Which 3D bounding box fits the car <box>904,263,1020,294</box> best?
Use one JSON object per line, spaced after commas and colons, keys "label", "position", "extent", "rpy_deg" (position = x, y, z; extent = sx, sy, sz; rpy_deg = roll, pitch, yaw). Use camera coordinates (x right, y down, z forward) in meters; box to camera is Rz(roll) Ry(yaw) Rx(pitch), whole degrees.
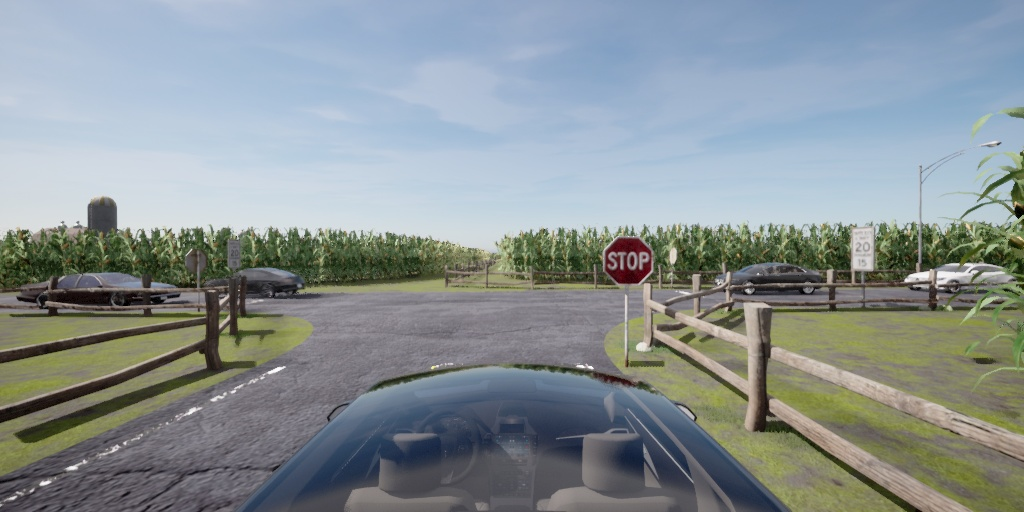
{"label": "car", "position": [22.821, 1.098, 18.131], "extent": [4.674, 1.442, 1.812], "rpy_deg": [0, 0, 0]}

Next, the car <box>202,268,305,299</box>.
{"label": "car", "position": [-13.016, 1.351, 18.196], "extent": [4.674, 1.442, 1.812], "rpy_deg": [0, 0, 3]}

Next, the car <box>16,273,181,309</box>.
{"label": "car", "position": [-17.509, 1.429, 15.306], "extent": [5.357, 1.411, 2.033], "rpy_deg": [0, 0, 0]}

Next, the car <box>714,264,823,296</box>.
{"label": "car", "position": [12.844, 1.143, 18.124], "extent": [4.892, 1.490, 1.837], "rpy_deg": [0, 0, -1]}
